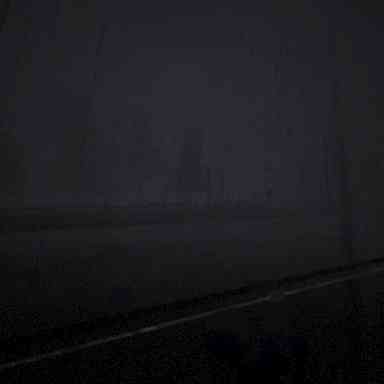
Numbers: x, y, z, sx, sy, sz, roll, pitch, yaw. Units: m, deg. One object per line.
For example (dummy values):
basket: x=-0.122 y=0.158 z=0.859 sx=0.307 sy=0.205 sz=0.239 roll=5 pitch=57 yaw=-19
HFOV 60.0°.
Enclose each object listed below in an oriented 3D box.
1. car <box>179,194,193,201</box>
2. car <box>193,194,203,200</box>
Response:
car: x=-2.331 y=1.705 z=83.316 sx=1.812 sy=1.442 sz=4.674 roll=1 pitch=0 yaw=-35
car: x=0.562 y=1.440 z=85.291 sx=2.150 sy=2.045 sz=5.566 roll=1 pitch=0 yaw=-35
